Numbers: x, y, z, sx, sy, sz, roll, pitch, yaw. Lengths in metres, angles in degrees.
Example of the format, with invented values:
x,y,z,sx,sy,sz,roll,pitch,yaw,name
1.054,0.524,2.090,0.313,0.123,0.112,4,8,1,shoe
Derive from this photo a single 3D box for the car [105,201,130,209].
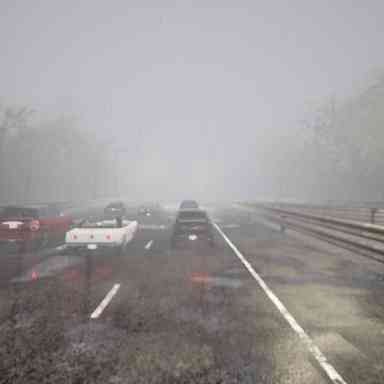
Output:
x,y,z,sx,sy,sz,roll,pitch,yaw,name
-7.286,1.582,32.723,1.994,1.385,4.181,0,0,-1,car

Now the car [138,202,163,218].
x,y,z,sx,sy,sz,roll,pitch,yaw,name
-3.736,1.615,30.572,1.895,1.301,4.718,0,0,-1,car

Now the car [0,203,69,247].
x,y,z,sx,sy,sz,roll,pitch,yaw,name
-6.997,1.356,15.117,2.097,1.767,4.553,0,0,-1,car

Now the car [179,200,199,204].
x,y,z,sx,sy,sz,roll,pitch,yaw,name
-0.299,1.493,33.444,1.882,1.535,5.008,0,0,-1,car

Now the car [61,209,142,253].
x,y,z,sx,sy,sz,roll,pitch,yaw,name
-3.479,1.603,13.783,1.895,1.301,4.718,0,0,-1,car

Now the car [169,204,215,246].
x,y,z,sx,sy,sz,roll,pitch,yaw,name
0.002,1.507,15.306,1.837,1.490,4.892,0,0,-1,car
